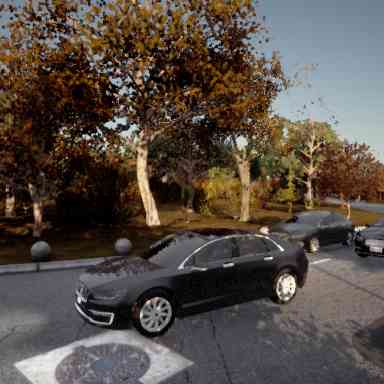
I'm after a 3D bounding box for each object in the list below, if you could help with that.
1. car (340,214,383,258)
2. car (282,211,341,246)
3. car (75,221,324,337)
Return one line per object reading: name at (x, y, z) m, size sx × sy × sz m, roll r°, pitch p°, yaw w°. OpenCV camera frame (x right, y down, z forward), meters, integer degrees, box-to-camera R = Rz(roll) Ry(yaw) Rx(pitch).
car at (7.693, 1.569, 12.048) m, size 4.902 × 1.511 × 2.128 m, roll 1°, pitch 0°, yaw -40°
car at (5.100, 1.572, 14.004) m, size 4.892 × 1.490 × 1.837 m, roll 1°, pitch 0°, yaw -41°
car at (0.231, 1.513, 6.682) m, size 4.892 × 1.490 × 1.837 m, roll 0°, pitch 0°, yaw -32°
